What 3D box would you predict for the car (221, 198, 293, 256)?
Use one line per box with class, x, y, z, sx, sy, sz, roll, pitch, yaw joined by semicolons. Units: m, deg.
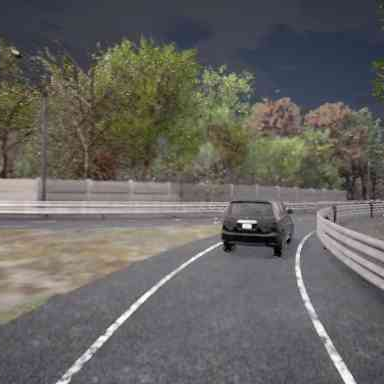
car;2.869;1.267;13.797;2.150;2.045;5.566;0;0;22
